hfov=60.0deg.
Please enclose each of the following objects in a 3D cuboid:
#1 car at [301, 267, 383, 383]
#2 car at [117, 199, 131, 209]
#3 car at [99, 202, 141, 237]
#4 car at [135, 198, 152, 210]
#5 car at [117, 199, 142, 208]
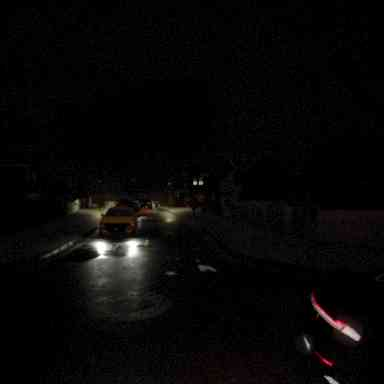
[{"bbox_3d":[3.728,1.584,3.516,4.902,1.511,2.128,2,1,7],"label":"car"},{"bbox_3d":[-10.341,1.783,50.171,1.812,1.442,4.674,0,0,-14],"label":"car"},{"bbox_3d":[-4.095,1.580,19.096,1.882,1.535,5.008,0,0,-7],"label":"car"},{"bbox_3d":[-6.836,1.735,47.863,1.837,1.490,4.892,0,0,-14],"label":"car"},{"bbox_3d":[-6.524,1.742,34.016,1.994,1.385,4.181,0,0,-12],"label":"car"}]
